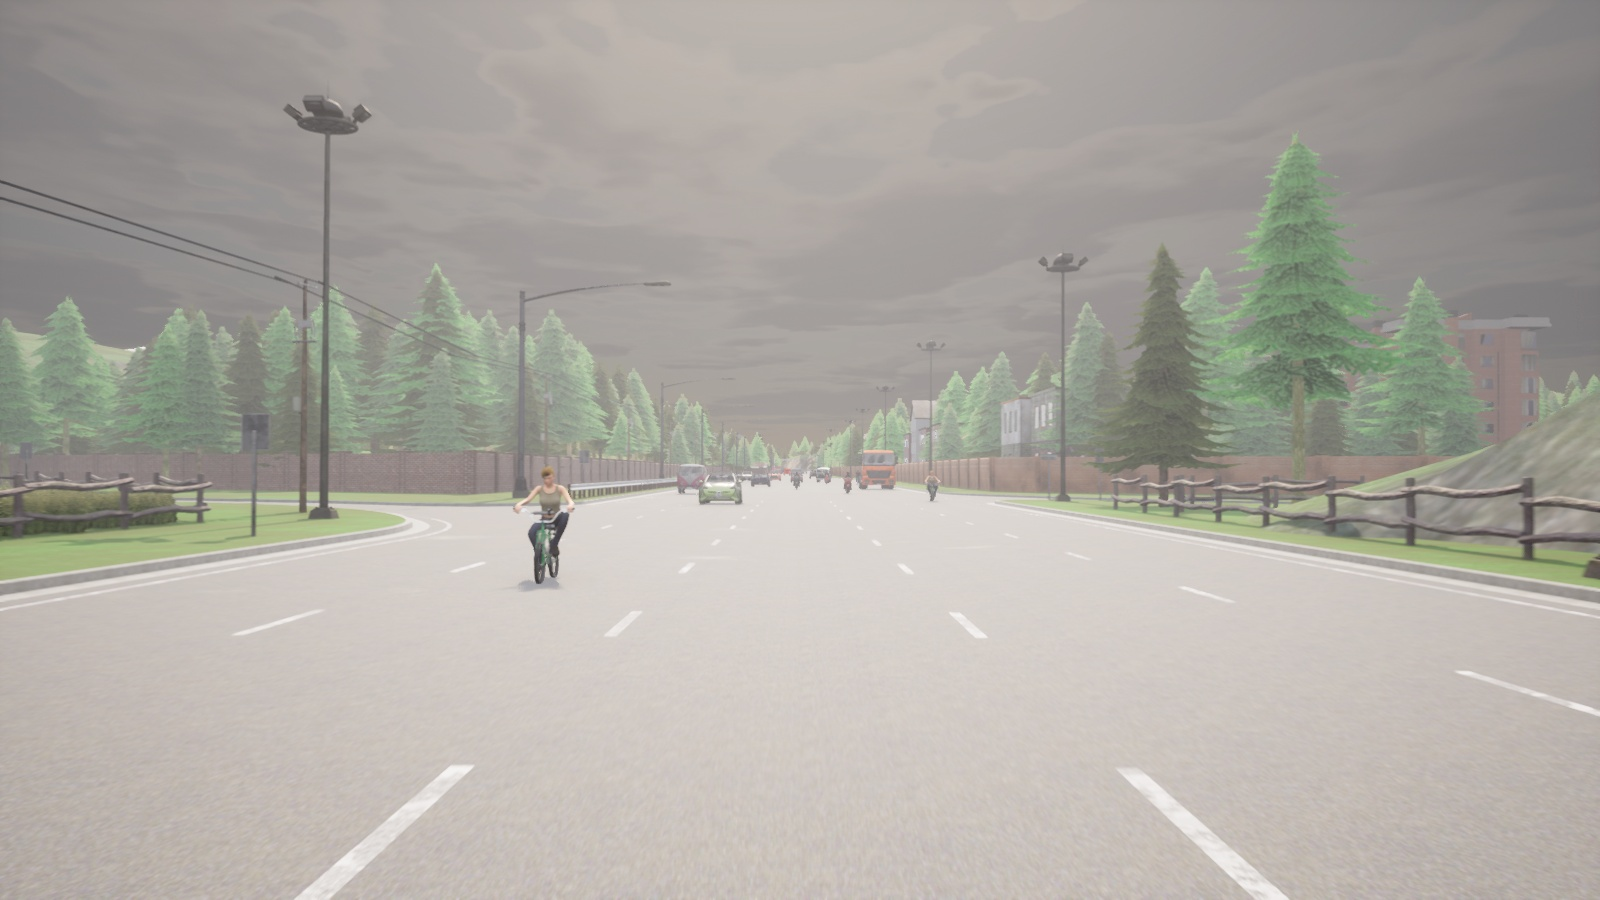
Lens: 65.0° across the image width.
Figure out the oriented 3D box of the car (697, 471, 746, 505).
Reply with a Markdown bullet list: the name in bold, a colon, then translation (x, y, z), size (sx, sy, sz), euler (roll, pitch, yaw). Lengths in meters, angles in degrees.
- **car**: translation (-3.644, 1.756, 58.650), size (2.007, 1.525, 4.514), euler (0, -1, 0)

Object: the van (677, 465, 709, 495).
- **van**: translation (-7.208, 2.009, 84.559), size (1.775, 1.987, 4.442), euler (0, -1, 0)

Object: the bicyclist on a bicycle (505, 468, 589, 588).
- **bicyclist on a bicycle**: translation (-3.539, 1.061, 17.682), size (0.866, 1.612, 1.509), euler (0, -1, 0)
